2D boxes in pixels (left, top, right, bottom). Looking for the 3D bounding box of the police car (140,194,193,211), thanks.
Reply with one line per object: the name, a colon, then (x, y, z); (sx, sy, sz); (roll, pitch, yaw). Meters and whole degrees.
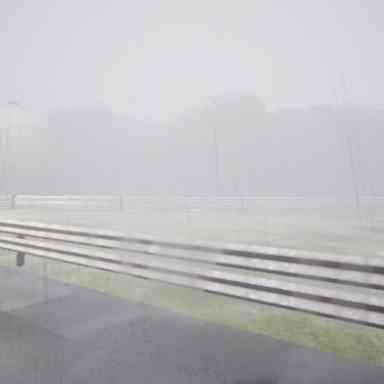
police car: (-2.439, 0.975, 32.493); (5.238, 1.638, 1.930); (0, 0, 5)
